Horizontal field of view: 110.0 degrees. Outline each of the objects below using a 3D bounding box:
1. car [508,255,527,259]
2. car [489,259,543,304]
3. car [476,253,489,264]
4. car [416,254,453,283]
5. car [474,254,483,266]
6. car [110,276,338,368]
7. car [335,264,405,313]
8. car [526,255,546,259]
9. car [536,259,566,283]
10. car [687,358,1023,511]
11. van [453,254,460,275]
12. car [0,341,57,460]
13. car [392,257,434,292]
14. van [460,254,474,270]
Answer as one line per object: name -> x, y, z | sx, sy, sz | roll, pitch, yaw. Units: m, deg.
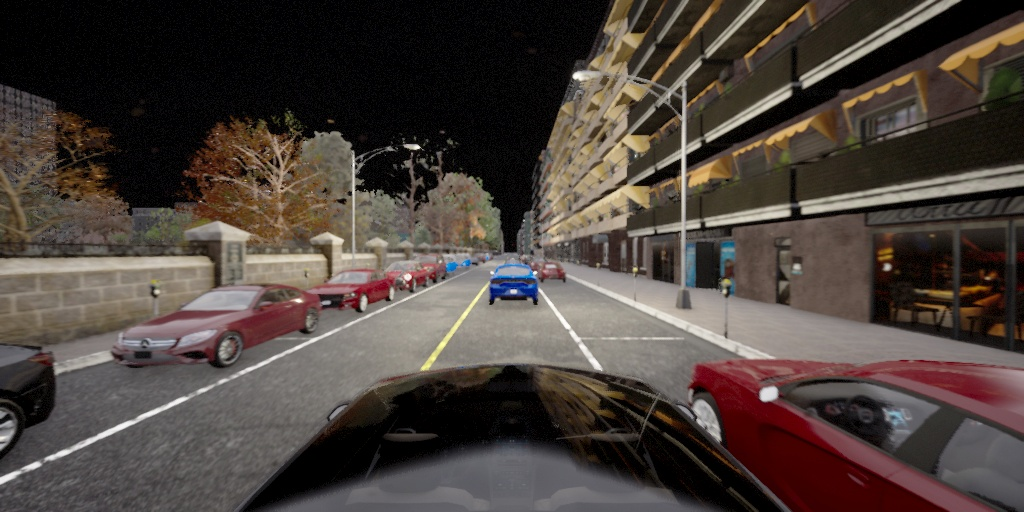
car -> 0.059, 0.929, 34.277 | 2.033, 1.411, 5.357 | 0, 1, 0
car -> 0.070, 1.066, 15.206 | 1.882, 1.535, 5.008 | 0, 1, 0
car -> -5.755, 0.383, 63.929 | 2.192, 1.841, 5.009 | 0, 0, 0
car -> -5.713, 0.804, 24.519 | 2.192, 1.841, 5.009 | 0, 0, 0
car -> -5.744, 0.751, 52.670 | 1.948, 1.339, 4.313 | 0, 0, 0
car -> -5.695, 1.262, 7.634 | 1.802, 1.307, 4.207 | 0, 0, 0
car -> -5.701, 1.158, 13.261 | 1.888, 1.381, 4.507 | 0, 0, 0
car -> 2.655, 0.803, 35.789 | 1.967, 1.591, 4.097 | 0, 0, 0
car -> 2.667, 1.068, 24.528 | 1.802, 1.307, 4.207 | 0, 0, 0
car -> 2.692, 1.290, 2.012 | 1.888, 1.381, 4.507 | 0, 0, 0
van -> -5.719, 0.769, 30.150 | 1.690, 1.789, 3.998 | 0, 0, 0
car -> -5.688, 1.315, 2.004 | 1.948, 1.339, 4.313 | 0, 0, 0
car -> -5.706, 0.990, 18.889 | 1.967, 1.591, 4.097 | 0, 0, 0
van -> -5.732, 0.647, 41.410 | 1.690, 1.789, 3.998 | 0, 0, 0
